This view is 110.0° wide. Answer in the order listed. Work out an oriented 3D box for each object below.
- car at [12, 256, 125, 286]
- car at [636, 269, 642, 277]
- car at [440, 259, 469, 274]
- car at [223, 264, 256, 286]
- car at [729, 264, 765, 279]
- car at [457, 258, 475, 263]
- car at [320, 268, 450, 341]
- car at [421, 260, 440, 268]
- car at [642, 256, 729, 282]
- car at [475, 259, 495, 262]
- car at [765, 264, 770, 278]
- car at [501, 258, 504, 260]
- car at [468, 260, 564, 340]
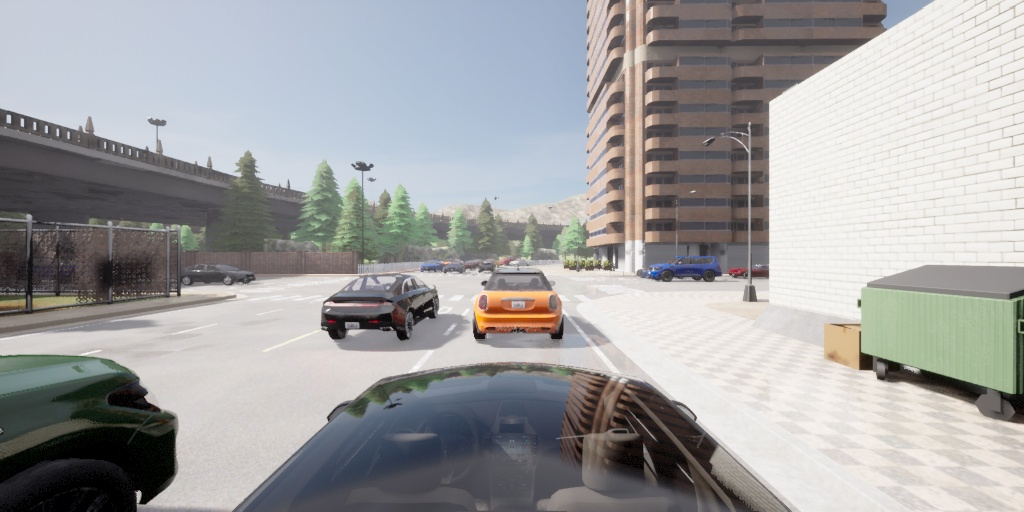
[{"bbox_3d":[-31.886,1.031,25.907,5.566,2.045,2.150,0,0,1],"label":"car"},{"bbox_3d":[13.523,1.374,32.586,4.181,1.385,1.994,0,0,-1],"label":"car"},{"bbox_3d":[-6.595,1.320,41.656,1.994,1.385,4.181,0,0,2],"label":"car"},{"bbox_3d":[-21.198,1.314,25.782,4.892,1.490,1.837,0,0,1],"label":"car"},{"bbox_3d":[22.283,1.411,32.464,4.718,1.301,1.895,0,0,1],"label":"car"},{"bbox_3d":[-6.236,1.358,50.409,1.895,1.301,4.718,0,0,5],"label":"car"},{"bbox_3d":[-3.321,1.243,9.938,2.128,1.511,4.902,0,0,1],"label":"car"},{"bbox_3d":[-9.945,1.234,44.840,1.882,1.535,5.008,0,0,3],"label":"car"},{"bbox_3d":[13.921,1.032,29.066,5.566,2.045,2.150,0,0,1],"label":"car"},{"bbox_3d":[-2.967,1.247,44.221,2.128,1.511,4.902,0,0,1],"label":"car"},{"bbox_3d":[23.601,1.335,28.939,4.674,1.442,1.812,0,0,1],"label":"car"},{"bbox_3d":[-3.752,1.237,60.490,1.882,1.535,5.008,0,0,24],"label":"car"},{"bbox_3d":[0.167,1.103,10.088,2.097,1.767,4.553,0,0,1],"label":"car"}]
